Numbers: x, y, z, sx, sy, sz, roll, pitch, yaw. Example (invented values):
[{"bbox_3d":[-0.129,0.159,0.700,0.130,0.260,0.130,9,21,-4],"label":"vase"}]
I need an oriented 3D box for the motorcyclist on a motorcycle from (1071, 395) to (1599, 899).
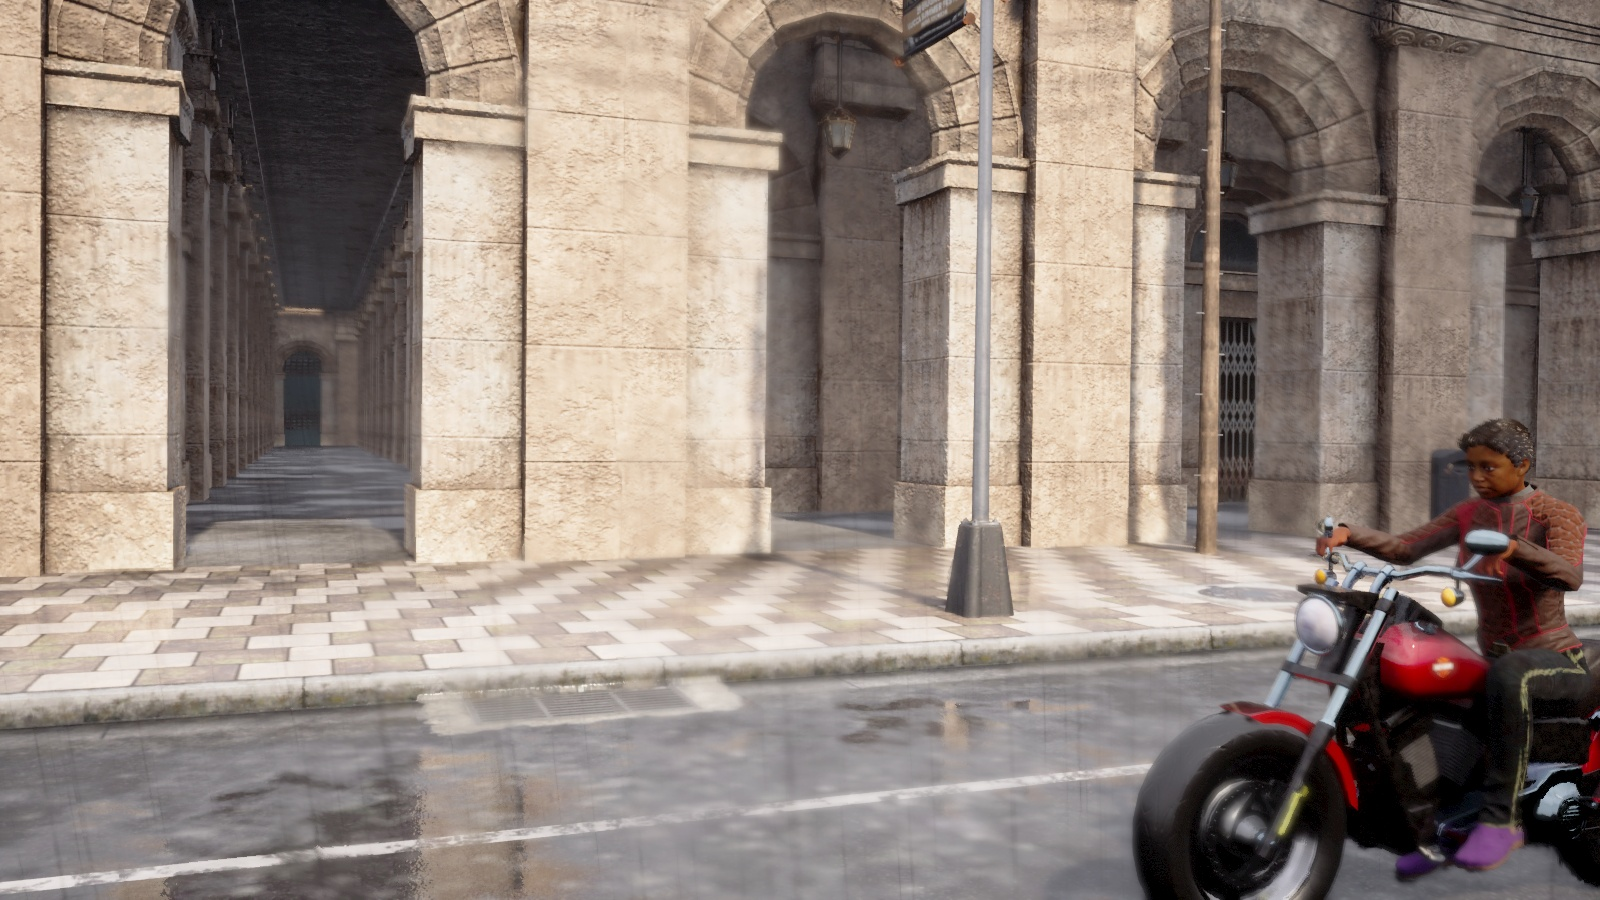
[{"bbox_3d":[2.107,0.660,4.062,2.350,1.649,0.766,-1,1,-21],"label":"motorcyclist on a motorcycle"}]
